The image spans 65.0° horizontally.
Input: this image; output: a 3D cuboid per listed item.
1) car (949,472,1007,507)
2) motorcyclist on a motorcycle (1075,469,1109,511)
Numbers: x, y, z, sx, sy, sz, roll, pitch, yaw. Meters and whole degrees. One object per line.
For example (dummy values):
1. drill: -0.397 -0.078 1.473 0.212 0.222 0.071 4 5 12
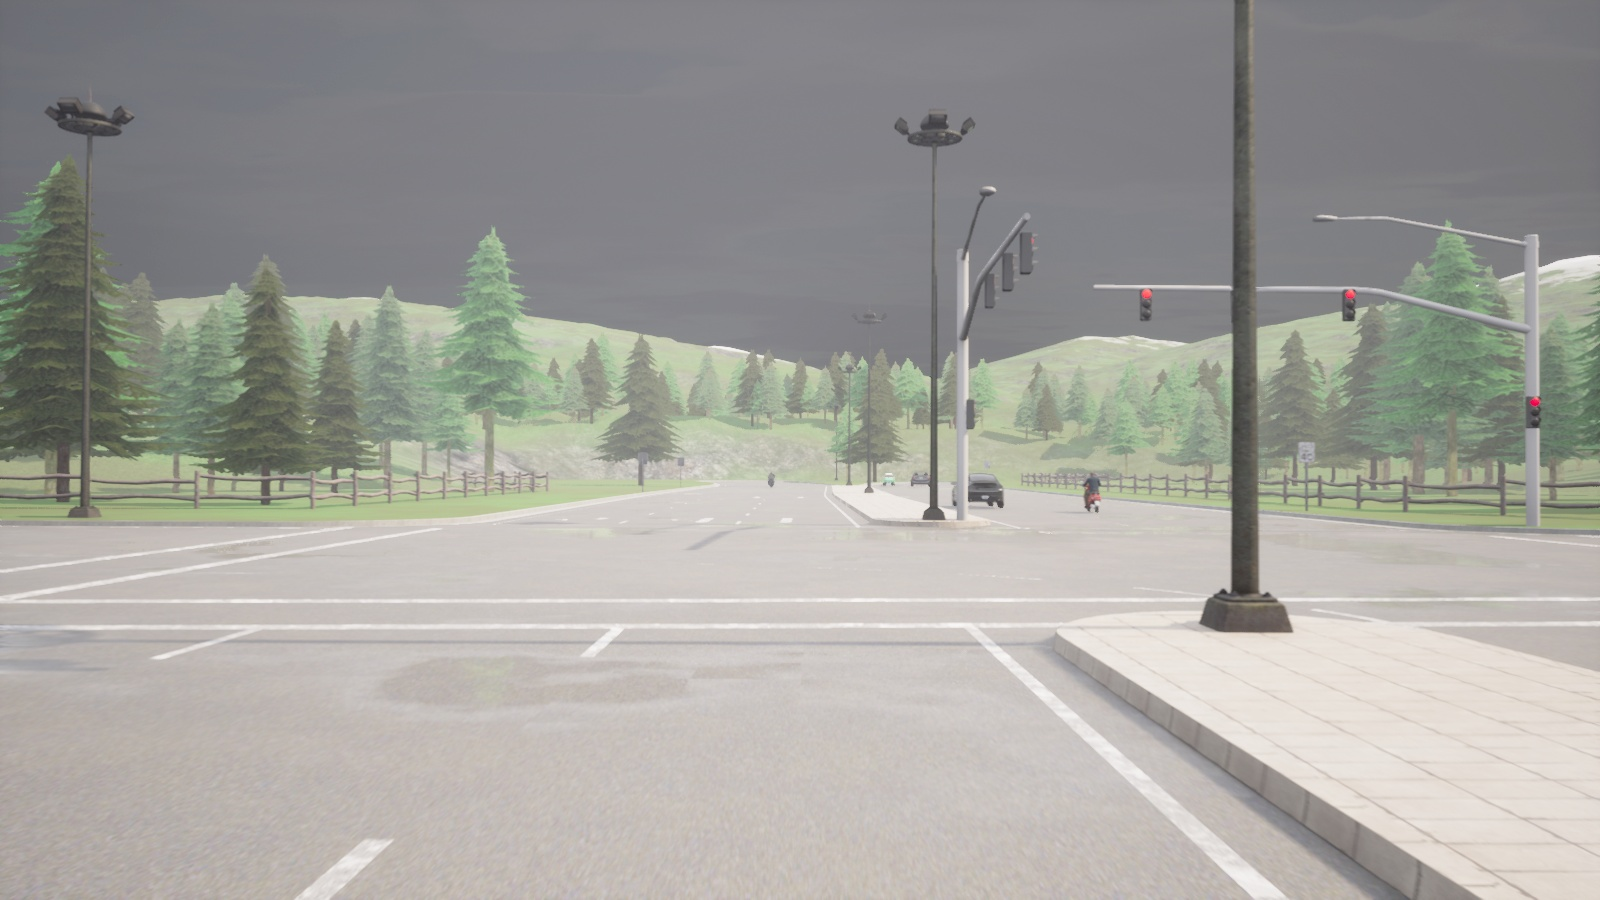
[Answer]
1. car: 7.864 1.734 55.862 1.837 1.490 4.892 0 -1 0
2. motorcyclist on a motorcycle: 11.381 1.552 49.006 0.866 1.590 1.817 0 -1 0
